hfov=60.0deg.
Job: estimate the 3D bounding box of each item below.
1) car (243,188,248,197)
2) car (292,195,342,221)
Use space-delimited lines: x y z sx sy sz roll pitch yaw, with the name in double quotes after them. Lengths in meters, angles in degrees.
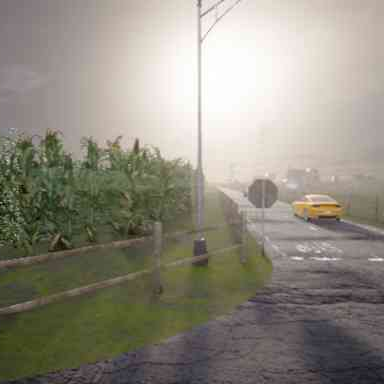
9.670 0.091 55.411 2.128 1.511 4.902 0 1 3 "car"
7.700 0.916 20.935 1.882 1.535 5.008 0 1 3 "car"
